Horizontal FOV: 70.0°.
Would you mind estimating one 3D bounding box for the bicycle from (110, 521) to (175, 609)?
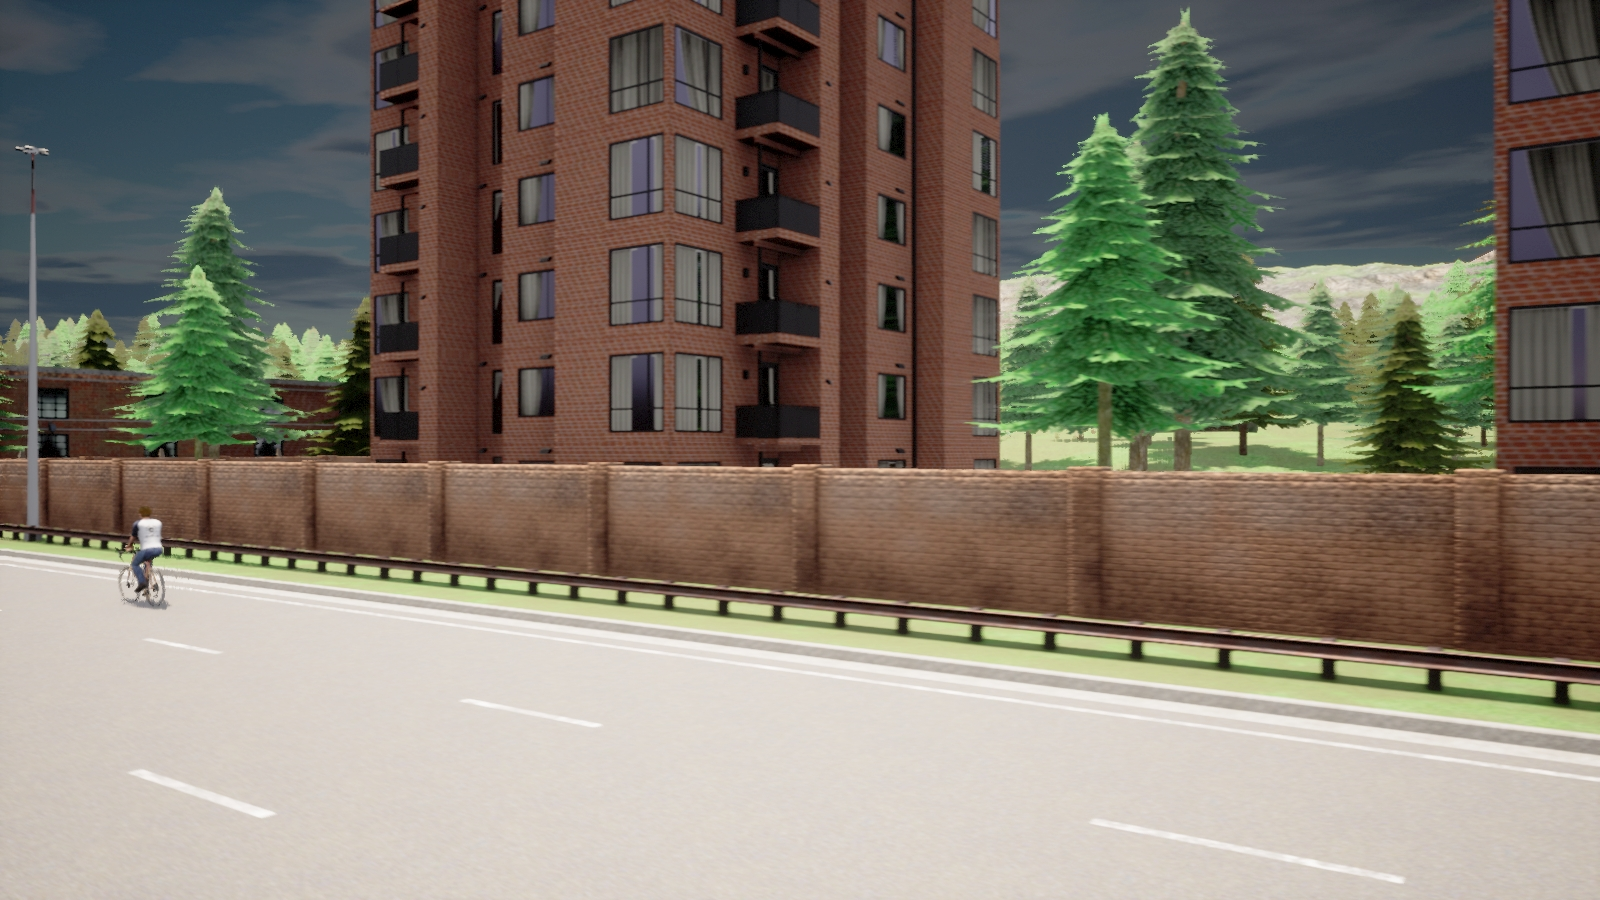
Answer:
[{"bbox_3d":[-11.961,2.069,20.774,1.643,1.496,0.373,0,0,36],"label":"bicycle"}]
